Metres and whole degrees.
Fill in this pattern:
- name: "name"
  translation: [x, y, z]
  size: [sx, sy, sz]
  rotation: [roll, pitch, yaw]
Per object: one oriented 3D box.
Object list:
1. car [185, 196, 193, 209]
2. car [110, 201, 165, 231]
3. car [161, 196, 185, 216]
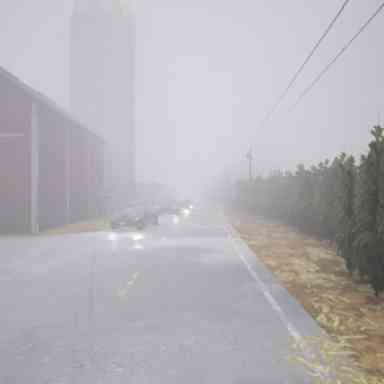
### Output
- name: "car"
  translation: [-1.308, 1.582, 44.823]
  size: [1.895, 1.301, 4.718]
  rotation: [0, 0, 4]
- name: "car"
  translation: [-3.419, 1.516, 20.925]
  size: [1.812, 1.442, 4.674]
  rotation: [0, 0, 12]
- name: "car"
  translation: [-2.204, 1.339, 32.132]
  size: [2.097, 1.767, 4.553]
  rotation: [0, 0, 4]
